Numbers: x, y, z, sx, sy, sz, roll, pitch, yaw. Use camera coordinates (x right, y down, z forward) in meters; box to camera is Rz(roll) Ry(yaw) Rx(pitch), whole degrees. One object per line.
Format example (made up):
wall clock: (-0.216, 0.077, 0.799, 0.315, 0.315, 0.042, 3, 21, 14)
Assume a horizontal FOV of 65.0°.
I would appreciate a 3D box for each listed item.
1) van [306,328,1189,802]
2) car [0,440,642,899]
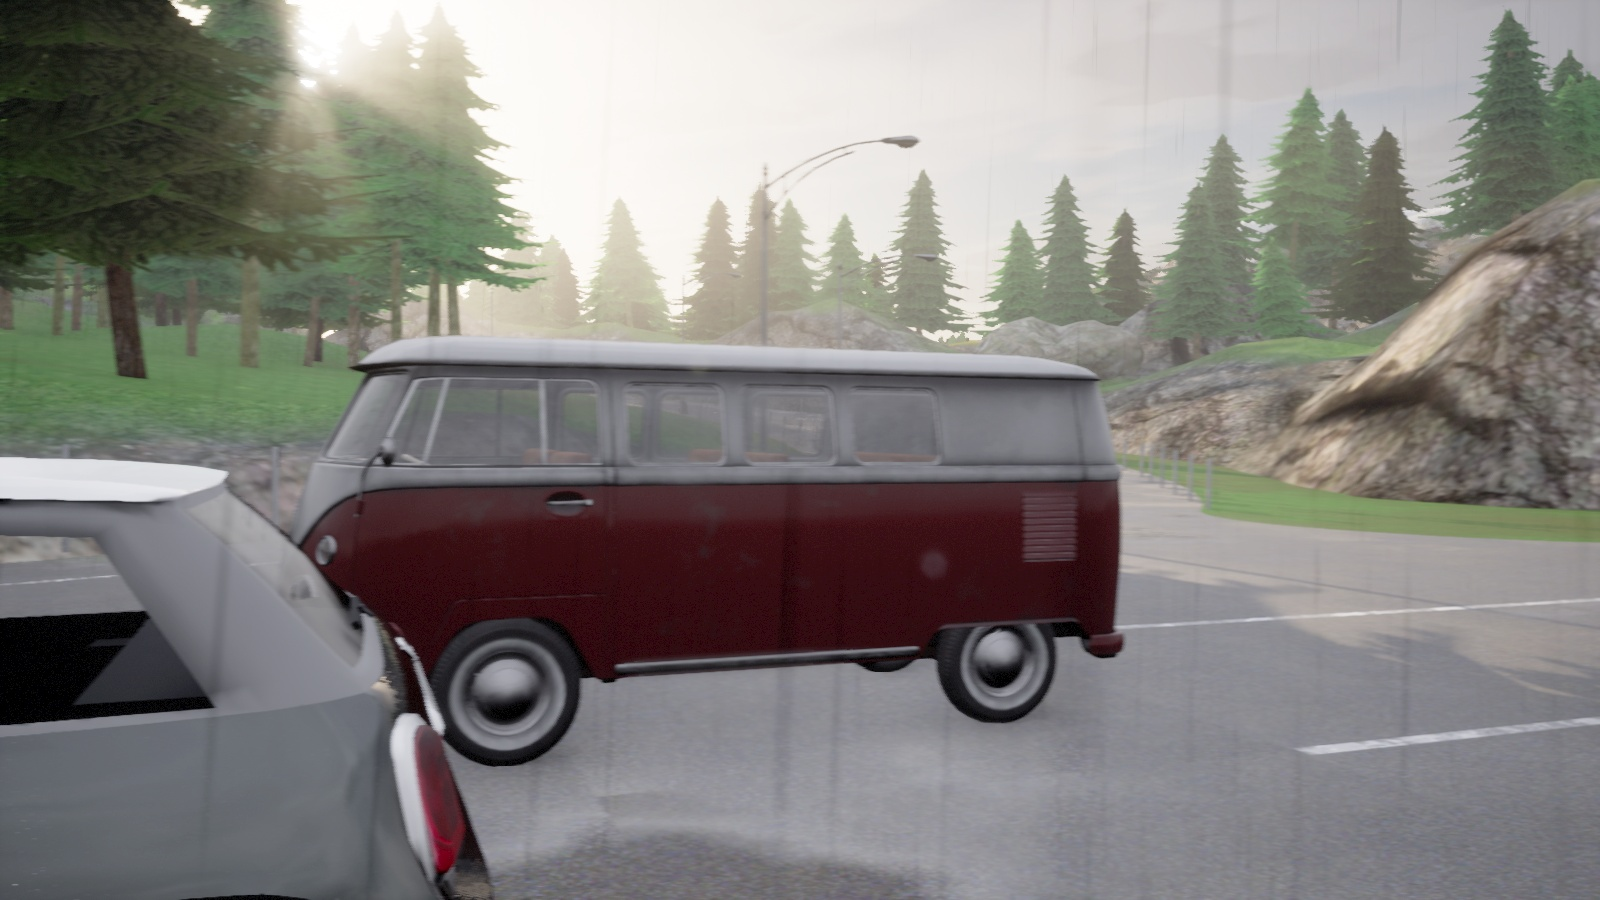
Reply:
van: (-0.287, 0.433, 6.871, 4.442, 1.987, 1.775, -1, 1, -21)
car: (-2.390, 0.754, 2.331, 3.806, 1.475, 1.970, -1, 1, -21)
